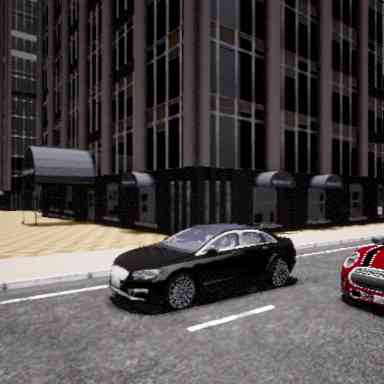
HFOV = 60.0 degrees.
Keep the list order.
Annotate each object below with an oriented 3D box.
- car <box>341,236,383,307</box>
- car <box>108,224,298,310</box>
[{"bbox_3d":[5.394,1.469,7.536,4.553,1.767,2.097,1,-1,-36],"label":"car"},{"bbox_3d":[0.487,1.559,8.027,4.902,1.511,2.128,1,-1,-36],"label":"car"}]
